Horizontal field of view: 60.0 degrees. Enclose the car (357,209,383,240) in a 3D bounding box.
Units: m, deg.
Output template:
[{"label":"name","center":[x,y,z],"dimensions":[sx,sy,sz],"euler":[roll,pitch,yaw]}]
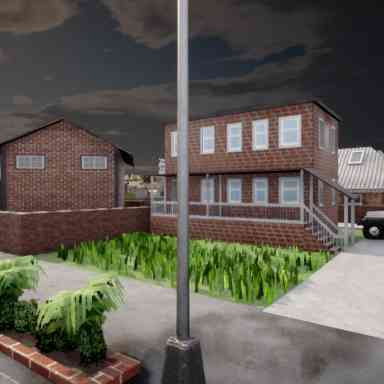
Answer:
[{"label":"car","center":[8.493,0.973,12.590],"dimensions":[3.866,1.878,1.905],"euler":[0,0,36]}]
